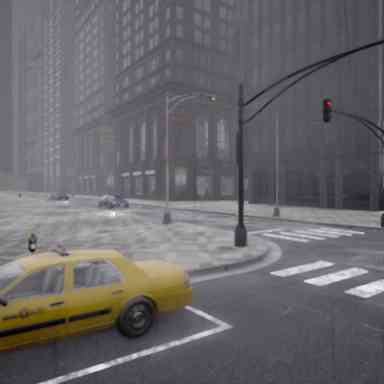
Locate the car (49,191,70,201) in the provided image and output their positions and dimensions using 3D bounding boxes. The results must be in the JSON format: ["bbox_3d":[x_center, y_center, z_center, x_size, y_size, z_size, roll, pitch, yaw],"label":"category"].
[{"bbox_3d":[-19.860,0.603,49.553,2.033,1.411,5.357,0,1,-36],"label":"car"}]

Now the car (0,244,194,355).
[{"bbox_3d":[-2.252,1.523,5.041,4.829,1.417,1.752,0,0,-35],"label":"car"}]

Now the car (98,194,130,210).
[{"bbox_3d":[-7.808,0.930,32.686,1.812,1.442,4.674,0,1,-36],"label":"car"}]
